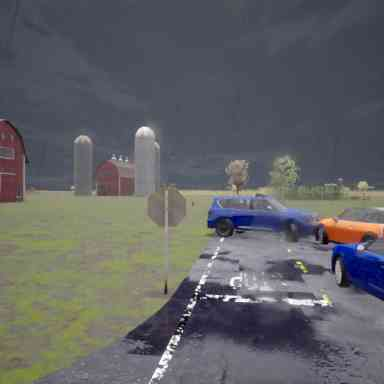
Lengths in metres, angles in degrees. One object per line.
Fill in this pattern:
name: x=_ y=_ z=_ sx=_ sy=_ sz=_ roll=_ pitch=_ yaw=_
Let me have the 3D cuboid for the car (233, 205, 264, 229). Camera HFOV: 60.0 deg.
car: x=3.818 y=1.601 z=22.711 sx=1.895 sy=1.301 sz=4.718 roll=0 pitch=0 yaw=9

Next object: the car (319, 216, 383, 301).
car: x=4.470 y=1.480 z=6.311 sx=1.882 sy=1.535 sz=5.008 roll=0 pitch=0 yaw=-3

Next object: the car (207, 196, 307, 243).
car: x=3.412 y=1.218 z=16.468 sx=5.566 sy=2.045 sz=2.150 roll=0 pitch=0 yaw=31

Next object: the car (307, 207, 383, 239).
car: x=6.744 y=1.364 z=12.943 sx=2.097 sy=1.767 sz=4.553 roll=0 pitch=0 yaw=-10

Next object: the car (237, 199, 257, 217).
car: x=5.453 y=1.502 z=33.022 sx=1.837 sy=1.490 sz=4.892 roll=0 pitch=0 yaw=9
